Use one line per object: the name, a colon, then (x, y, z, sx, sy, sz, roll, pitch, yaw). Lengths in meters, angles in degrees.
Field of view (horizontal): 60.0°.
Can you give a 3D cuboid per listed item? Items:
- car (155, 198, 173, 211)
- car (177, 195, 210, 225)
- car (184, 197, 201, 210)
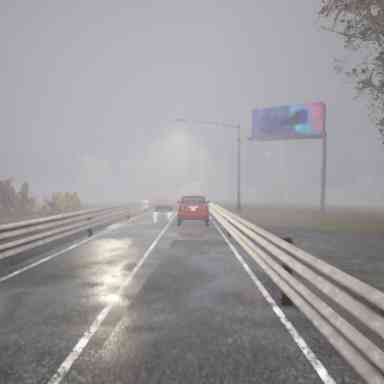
car: (-3.273, 1.467, 39.665, 1.882, 1.535, 5.008, 0, 0, 0)
car: (0.102, 1.210, 23.936, 2.150, 2.045, 5.566, 0, 0, 0)
car: (0.076, 1.472, 42.519, 2.128, 1.511, 4.902, 0, 0, 0)
